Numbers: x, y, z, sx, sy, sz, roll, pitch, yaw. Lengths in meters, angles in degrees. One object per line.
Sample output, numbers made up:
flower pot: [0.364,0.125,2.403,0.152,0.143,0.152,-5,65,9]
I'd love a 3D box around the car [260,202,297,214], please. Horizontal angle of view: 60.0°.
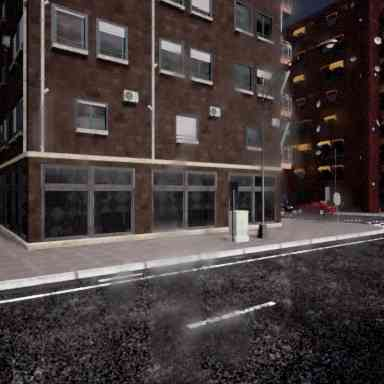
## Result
car: [10.853,1.920,41.920,1.947,1.339,4.313,-1,0,-36]

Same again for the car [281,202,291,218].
car: [7.205,1.862,32.719,1.802,1.307,4.206,-1,0,-36]

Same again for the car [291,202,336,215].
car: [13.970,1.829,37.607,1.887,1.381,4.507,-1,0,-36]
